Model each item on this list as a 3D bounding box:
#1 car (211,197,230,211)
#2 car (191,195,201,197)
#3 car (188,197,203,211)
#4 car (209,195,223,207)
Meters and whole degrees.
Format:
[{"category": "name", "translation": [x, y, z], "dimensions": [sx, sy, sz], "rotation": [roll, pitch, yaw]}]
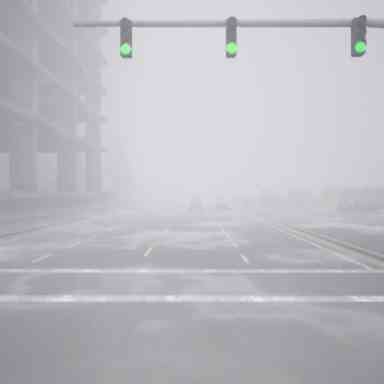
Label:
[{"category": "car", "translation": [4.012, 1.748, 45.178], "dimensions": [1.812, 1.442, 4.674], "rotation": [0, 0, 1]}, {"category": "car", "translation": [0.646, 1.498, 55.260], "dimensions": [2.150, 2.045, 5.566], "rotation": [0, 0, 1]}, {"category": "car", "translation": [0.507, 1.767, 44.808], "dimensions": [2.033, 1.411, 5.357], "rotation": [0, 0, 1]}, {"category": "car", "translation": [4.145, 1.498, 55.213], "dimensions": [2.150, 2.045, 5.566], "rotation": [0, 0, 1]}]
